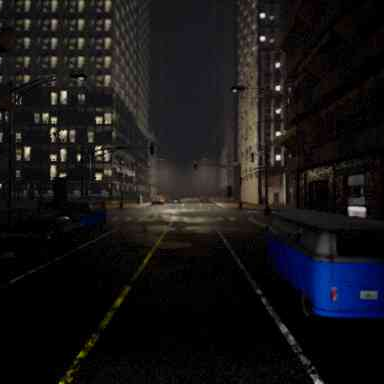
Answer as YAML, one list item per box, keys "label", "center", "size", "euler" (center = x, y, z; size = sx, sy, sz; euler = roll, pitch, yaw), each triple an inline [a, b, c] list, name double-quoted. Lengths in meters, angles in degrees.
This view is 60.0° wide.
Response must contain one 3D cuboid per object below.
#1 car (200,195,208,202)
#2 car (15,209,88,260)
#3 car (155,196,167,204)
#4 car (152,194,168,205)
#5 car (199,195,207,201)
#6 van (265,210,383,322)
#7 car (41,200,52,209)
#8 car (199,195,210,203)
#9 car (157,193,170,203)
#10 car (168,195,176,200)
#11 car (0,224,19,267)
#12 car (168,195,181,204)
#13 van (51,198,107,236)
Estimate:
- label: "car"
  center: [2.714, 1.452, 78.562]
  size: [1.752, 1.417, 4.829]
  euler: [1, 0, 0]
- label: "car"
  center: [-5.642, 1.555, 12.417]
  size: [1.947, 1.339, 4.313]
  euler: [1, 0, 0]
- label: "car"
  center: [-5.670, 1.524, 61.600]
  size: [1.802, 1.307, 4.206]
  euler: [1, 0, 0]
- label: "car"
  center: [-5.667, 1.388, 56.025]
  size: [1.967, 1.590, 4.097]
  euler: [1, 0, 0]
- label: "car"
  center: [2.713, 1.487, 83.969]
  size: [1.947, 1.339, 4.313]
  euler: [1, 0, 0]
- label: "van"
  center: [2.709, 1.335, 6.929]
  size: [1.690, 1.788, 3.998]
  euler: [1, 0, 0]
- label: "car"
  center: [-16.486, 1.460, 40.606]
  size: [4.097, 1.590, 1.967]
  euler: [0, -1, 0]
- label: "car"
  center: [2.711, 1.519, 67.236]
  size: [1.802, 1.307, 4.206]
  euler: [1, 0, 0]
- label: "car"
  center: [-5.664, 1.252, 67.175]
  size: [2.192, 1.841, 5.009]
  euler: [1, 0, 0]
- label: "car"
  center: [-5.665, 1.456, 95.051]
  size: [1.887, 1.381, 4.507]
  euler: [1, 0, 0]
- label: "car"
  center: [-5.643, 1.576, 6.878]
  size: [1.802, 1.307, 4.206]
  euler: [1, 0, 0]
- label: "car"
  center: [-2.993, 1.489, 61.477]
  size: [1.812, 1.442, 4.674]
  euler: [0, 1, 0]
- label: "van"
  center: [-5.807, 1.325, 17.959]
  size: [1.690, 1.788, 3.998]
  euler: [1, 0, 0]
